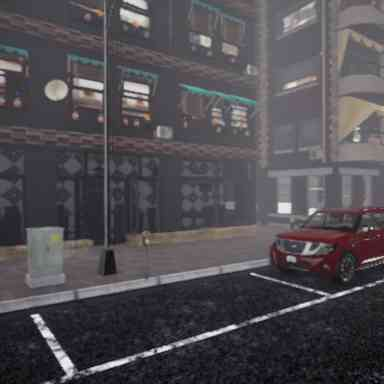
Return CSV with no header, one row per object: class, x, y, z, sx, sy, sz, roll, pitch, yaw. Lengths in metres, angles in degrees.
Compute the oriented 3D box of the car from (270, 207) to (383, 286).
car,4.537,1.375,9.793,5.009,1.841,2.192,0,-1,-35
